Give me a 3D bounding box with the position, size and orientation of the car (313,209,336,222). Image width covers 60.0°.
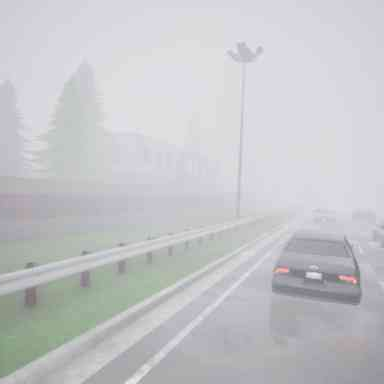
[{"bbox_3d":[12.212,2.203,30.575,1.895,1.301,4.718,2,0,22],"label":"car"}]

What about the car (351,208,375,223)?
[{"bbox_3d":[16.983,2.292,32.995,1.882,1.535,5.008,2,0,22],"label":"car"}]

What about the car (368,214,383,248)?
[{"bbox_3d":[10.354,2.090,16.777,1.895,1.301,4.718,2,0,22],"label":"car"}]

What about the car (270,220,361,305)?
[{"bbox_3d":[3.304,1.711,8.763,2.033,1.411,5.357,2,0,22],"label":"car"}]
